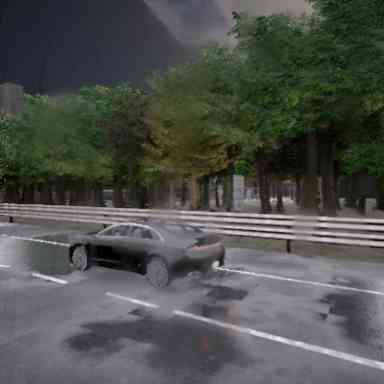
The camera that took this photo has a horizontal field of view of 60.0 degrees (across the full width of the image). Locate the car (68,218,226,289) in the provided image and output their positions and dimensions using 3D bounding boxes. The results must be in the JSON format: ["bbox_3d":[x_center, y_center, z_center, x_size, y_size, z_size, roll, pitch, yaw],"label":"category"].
[{"bbox_3d":[-1.427,1.492,9.213,4.902,1.511,2.128,0,0,35],"label":"car"}]
